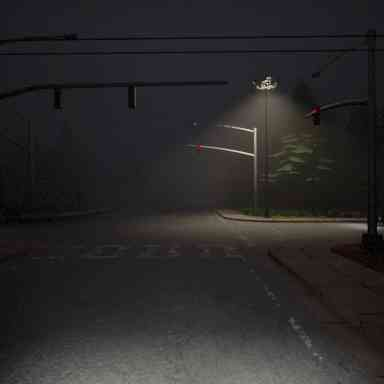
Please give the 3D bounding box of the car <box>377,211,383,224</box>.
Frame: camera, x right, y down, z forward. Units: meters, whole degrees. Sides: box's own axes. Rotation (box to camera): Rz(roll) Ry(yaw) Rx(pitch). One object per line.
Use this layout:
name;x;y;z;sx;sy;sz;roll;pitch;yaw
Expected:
car;14.895;1.513;22.079;4.892;1.490;1.837;0;0;1
